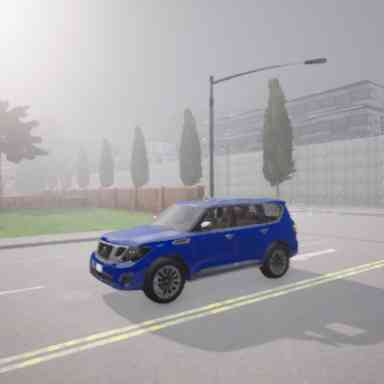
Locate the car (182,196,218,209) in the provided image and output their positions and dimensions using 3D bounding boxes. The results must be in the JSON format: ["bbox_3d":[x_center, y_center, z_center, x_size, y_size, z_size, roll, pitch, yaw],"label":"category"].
[{"bbox_3d":[0.913,1.336,42.765,2.128,1.511,4.902,0,0,-36],"label":"car"}]

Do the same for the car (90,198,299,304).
[{"bbox_3d":[0.346,1.191,8.442,5.566,2.045,2.150,0,0,-35],"label":"car"}]
